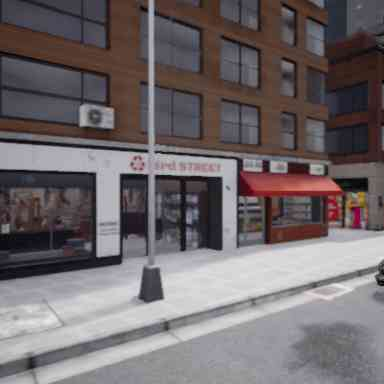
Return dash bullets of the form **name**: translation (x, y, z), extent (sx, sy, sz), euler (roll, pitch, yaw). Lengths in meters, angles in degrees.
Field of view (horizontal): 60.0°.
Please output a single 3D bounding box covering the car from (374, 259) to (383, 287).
- **car**: translation (6.578, 1.550, 7.995), extent (5.357, 1.411, 2.033), euler (0, 0, -35)
